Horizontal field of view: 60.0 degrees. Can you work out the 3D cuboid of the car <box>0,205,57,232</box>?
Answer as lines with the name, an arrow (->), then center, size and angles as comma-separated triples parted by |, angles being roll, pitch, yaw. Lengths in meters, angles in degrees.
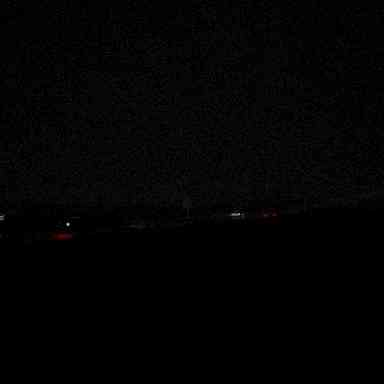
car -> -11.078, 1.645, 22.207 | 2.097, 1.767, 4.553 | -1, -2, 36

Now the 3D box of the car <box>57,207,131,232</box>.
car -> -6.258, 1.784, 22.525 | 1.837, 1.490, 4.892 | -2, -2, 35

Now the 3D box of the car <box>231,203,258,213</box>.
car -> 7.602, 2.296, 48.026 | 2.033, 1.411, 5.357 | -1, -1, 36

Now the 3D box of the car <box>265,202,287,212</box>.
car -> 12.246, 2.152, 48.296 | 2.128, 1.511, 4.902 | -1, -1, 36
